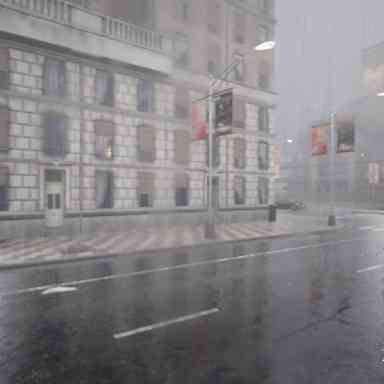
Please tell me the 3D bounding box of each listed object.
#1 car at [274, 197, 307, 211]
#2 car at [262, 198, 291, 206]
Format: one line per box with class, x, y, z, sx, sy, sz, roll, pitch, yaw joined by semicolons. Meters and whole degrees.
car;12.200;1.471;42.003;2.097;1.767;4.553;0;0;-36
car;14.706;1.760;58.278;1.895;1.301;4.718;0;0;-36
